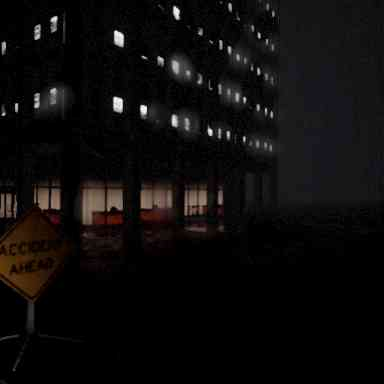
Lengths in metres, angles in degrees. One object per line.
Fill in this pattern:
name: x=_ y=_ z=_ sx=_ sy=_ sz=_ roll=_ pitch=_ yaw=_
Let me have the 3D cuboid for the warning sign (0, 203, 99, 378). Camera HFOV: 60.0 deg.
warning sign: x=-2.138 y=1.098 z=4.444 sx=1.060 sy=1.860 sz=1.300 roll=1 pitch=0 yaw=35
